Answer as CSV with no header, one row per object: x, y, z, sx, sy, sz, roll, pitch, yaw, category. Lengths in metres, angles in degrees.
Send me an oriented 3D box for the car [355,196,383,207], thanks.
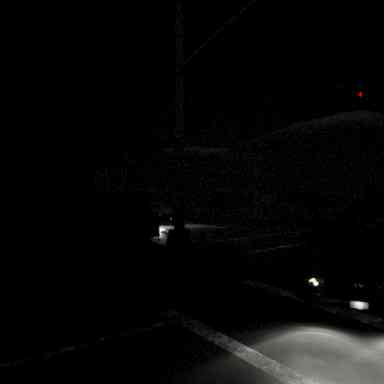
26.288,1.298,47.888,2.007,1.523,4.514,0,0,-36,car

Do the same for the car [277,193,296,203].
18.496,1.077,64.585,1.905,1.878,3.866,0,0,-36,car

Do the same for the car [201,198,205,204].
3.122,1.232,53.060,1.970,1.475,3.806,0,0,-36,car

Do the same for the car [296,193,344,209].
15.780,1.097,41.161,1.932,1.855,4.605,0,0,-36,car

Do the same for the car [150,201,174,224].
-2.624,1.335,22.271,1.812,1.442,4.674,0,1,-36,car

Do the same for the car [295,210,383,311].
3.665,1.417,7.961,2.033,1.411,5.357,0,1,20,car

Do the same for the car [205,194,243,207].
4.287,1.298,45.202,2.007,1.523,4.514,0,0,-36,car

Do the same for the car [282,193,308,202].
20.608,1.097,66.623,1.932,1.855,4.605,0,0,-36,car

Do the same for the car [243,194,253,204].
8.131,1.154,57.084,2.152,1.636,5.027,0,0,-36,car

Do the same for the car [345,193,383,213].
17.730,1.077,32.860,1.905,1.878,3.866,0,0,-36,car

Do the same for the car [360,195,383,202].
37.680,1.384,69.648,1.970,1.475,3.806,0,0,-36,car
